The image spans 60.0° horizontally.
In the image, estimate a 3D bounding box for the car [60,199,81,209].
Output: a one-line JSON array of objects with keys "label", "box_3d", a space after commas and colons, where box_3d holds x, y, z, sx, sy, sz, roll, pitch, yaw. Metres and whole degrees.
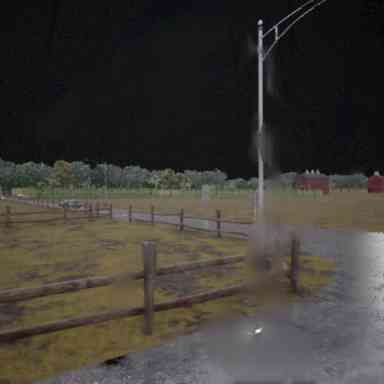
[{"label": "car", "box_3d": [-18.372, 1.761, 50.182, 2.033, 1.411, 5.357, -1, 1, -35]}]
